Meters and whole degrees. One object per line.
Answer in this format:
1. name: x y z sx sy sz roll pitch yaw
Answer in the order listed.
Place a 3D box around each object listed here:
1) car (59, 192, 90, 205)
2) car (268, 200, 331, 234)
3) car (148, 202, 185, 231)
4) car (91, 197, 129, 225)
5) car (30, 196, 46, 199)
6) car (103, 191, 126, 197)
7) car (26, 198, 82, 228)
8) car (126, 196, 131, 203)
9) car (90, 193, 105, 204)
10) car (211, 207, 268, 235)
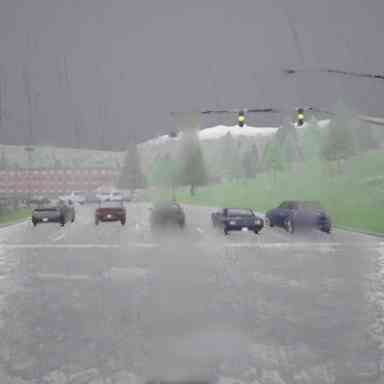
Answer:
1. car: -18.213 0.945 50.316 5.566 2.045 2.150 0 0 45
2. car: 5.731 1.230 18.487 2.097 1.767 4.553 0 0 -7
3. car: -1.510 1.385 19.974 1.837 1.490 4.892 0 0 -8
4. car: -5.551 1.346 23.029 1.882 1.535 5.008 0 0 -10
5. car: -23.367 1.258 50.276 4.674 1.442 1.812 0 0 38
6. car: -14.048 0.904 56.004 5.566 2.045 2.150 0 0 41
7. car: -8.835 1.374 21.529 2.128 1.511 4.902 0 0 -9
8. car: -12.777 1.222 59.618 4.181 1.385 1.994 0 0 41
9. car: -16.406 1.266 53.443 4.181 1.385 1.994 0 0 41
10. car: 2.280 1.486 18.168 1.895 1.301 4.718 0 0 -7
